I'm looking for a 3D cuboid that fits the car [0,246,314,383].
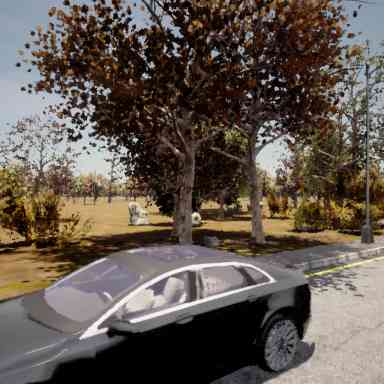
[{"bbox_3d":[-0.549,1.492,4.031,4.902,1.511,2.128,0,0,-36],"label":"car"}]
